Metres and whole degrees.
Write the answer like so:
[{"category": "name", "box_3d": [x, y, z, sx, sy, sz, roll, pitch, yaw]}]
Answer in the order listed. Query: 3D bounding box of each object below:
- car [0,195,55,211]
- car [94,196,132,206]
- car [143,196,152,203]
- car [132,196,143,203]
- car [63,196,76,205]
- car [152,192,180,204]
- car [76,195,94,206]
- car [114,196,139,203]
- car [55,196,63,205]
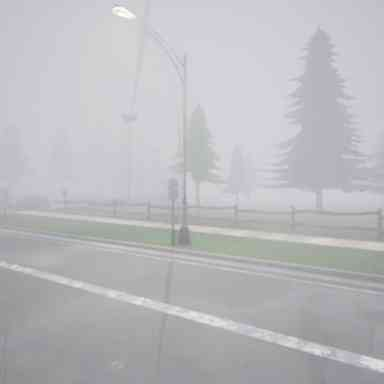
[{"category": "car", "box_3d": [-18.071, 1.165, 36.547, 2.097, 1.767, 4.553, 0, 0, 35]}, {"category": "car", "box_3d": [-11.040, 1.376, 46.554, 1.994, 1.385, 4.181, 0, 0, 35]}, {"category": "car", "box_3d": [-5.621, 1.012, 60.246, 2.150, 2.045, 5.566, 0, 0, 35]}, {"category": "car", "box_3d": [-8.920, 1.338, 61.599, 1.994, 1.385, 4.181, 0, 0, 36]}, {"category": "car", "box_3d": [-16.536, 1.267, 50.886, 2.128, 1.511, 4.902, 0, 0, 35]}, {"category": "car", "box_3d": [-4.106, 1.162, 56.370, 2.097, 1.767, 4.553, 0, 0, 35]}, {"category": "car", "box_3d": [-13.979, 1.319, 48.440, 1.812, 1.442, 4.674, 0, 0, 35]}, {"category": "car", "box_3d": [-12.300, 1.357, 62.853, 1.895, 1.301, 4.718, 0, 0, 35]}, {"category": "car", "box_3d": [-20.293, 1.282, 51.613, 1.812, 1.442, 4.674, 0, 0, 35]}]
